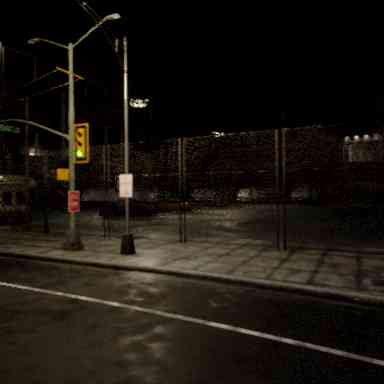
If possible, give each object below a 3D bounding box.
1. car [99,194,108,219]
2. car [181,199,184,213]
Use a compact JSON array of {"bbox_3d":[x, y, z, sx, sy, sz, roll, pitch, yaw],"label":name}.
[{"bbox_3d":[-5.513,1.314,27.473,4.553,1.767,2.185,-1,0,26],"label":"car"},{"bbox_3d":[-2.167,1.433,34.296,4.193,1.474,1.816,-1,0,26],"label":"car"}]
